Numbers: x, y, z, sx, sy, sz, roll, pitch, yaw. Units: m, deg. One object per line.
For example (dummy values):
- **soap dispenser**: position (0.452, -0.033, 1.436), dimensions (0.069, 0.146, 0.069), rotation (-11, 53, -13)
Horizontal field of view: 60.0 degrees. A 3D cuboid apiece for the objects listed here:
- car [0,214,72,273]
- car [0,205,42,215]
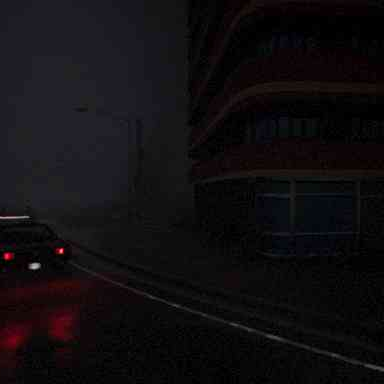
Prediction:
- **car**: position (-5.368, 1.601, 10.273), dimensions (1.895, 1.301, 4.718), rotation (0, 0, -37)
- **car**: position (-9.803, 1.492, 18.968), dimensions (2.128, 1.511, 4.902), rotation (0, 0, -19)
